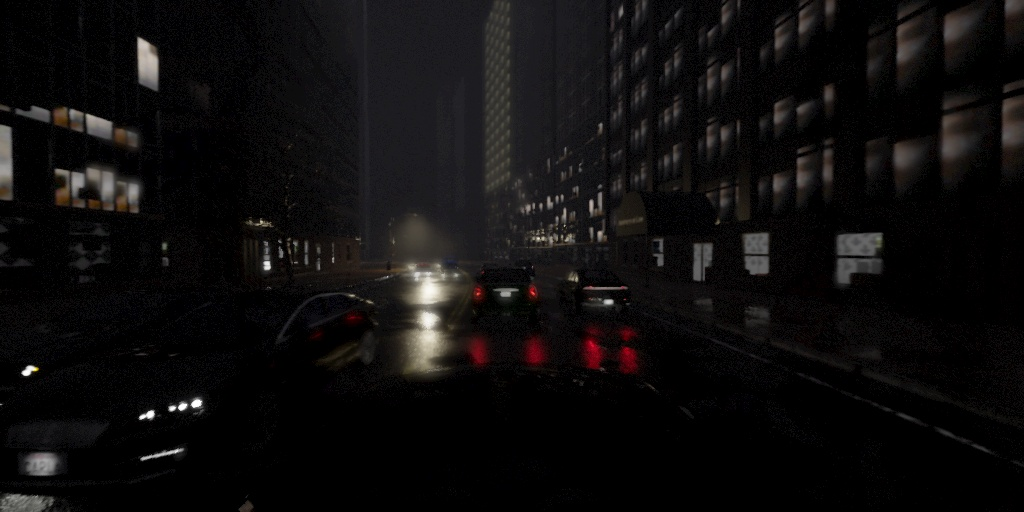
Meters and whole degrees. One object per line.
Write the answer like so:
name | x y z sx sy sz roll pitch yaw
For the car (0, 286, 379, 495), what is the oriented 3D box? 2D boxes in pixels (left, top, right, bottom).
car | -3.454 1.251 5.056 2.128 1.511 4.902 0 0 -1

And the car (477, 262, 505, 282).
car | -1.914 1.312 30.646 2.033 1.411 5.357 0 0 -8

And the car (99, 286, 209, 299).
car | -6.713 1.316 6.930 2.033 1.411 5.357 0 0 -2

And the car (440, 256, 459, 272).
car | -8.039 1.000 46.165 2.150 2.045 5.566 0 0 -12

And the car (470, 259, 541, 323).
car | -0.265 1.109 12.319 2.097 1.767 4.553 0 0 -3

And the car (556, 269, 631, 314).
car | 2.921 1.240 13.726 2.128 1.511 4.902 0 0 -3

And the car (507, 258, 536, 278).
car | 0.817 1.103 34.318 2.097 1.767 4.553 0 0 -8

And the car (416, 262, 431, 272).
car | -11.551 1.400 47.053 1.895 1.301 4.718 0 0 -12
